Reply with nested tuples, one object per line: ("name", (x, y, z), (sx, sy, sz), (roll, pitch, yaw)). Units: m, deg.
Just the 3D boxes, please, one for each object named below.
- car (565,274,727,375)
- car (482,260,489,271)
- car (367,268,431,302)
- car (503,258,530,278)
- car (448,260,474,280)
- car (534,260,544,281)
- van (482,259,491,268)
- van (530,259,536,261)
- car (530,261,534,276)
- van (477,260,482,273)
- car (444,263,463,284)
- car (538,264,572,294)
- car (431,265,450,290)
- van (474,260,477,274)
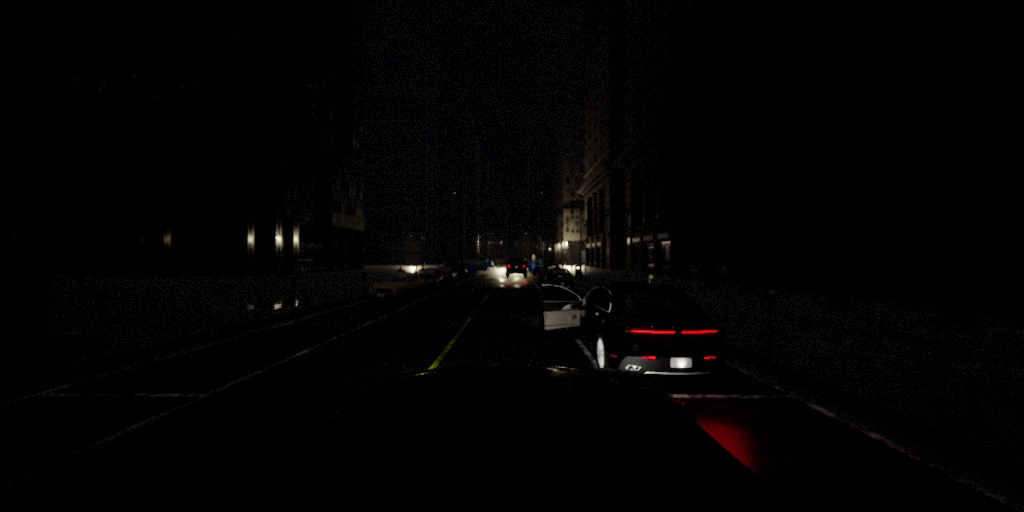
("car", (2.431, 1.289, 7.519), (1.837, 1.490, 4.892), (0, 0, 1))
("car", (-5.153, 1.706, 57.629), (1.802, 1.307, 4.207), (0, 0, 1))
("car", (-5.577, 1.385, 17.721), (1.751, 1.417, 4.829), (0, 0, 1))
("car", (0.482, 1.206, 37.934), (2.150, 2.045, 5.566), (0, 0, 1))
("car", (-5.394, 1.286, 34.922), (2.192, 1.841, 5.009), (0, 0, 1))
("car", (3.070, 1.363, 29.162), (1.967, 1.591, 4.097), (0, 0, 1))
("van", (-5.093, 1.503, 63.307), (1.690, 1.789, 3.998), (0, 0, 1))
("van", (3.251, 1.377, 46.195), (1.690, 1.789, 3.998), (0, 0, 1))
("car", (3.191, 1.549, 40.518), (2.007, 1.370, 4.403), (0, 0, 1))
("van", (-5.274, 1.387, 46.276), (1.690, 1.789, 3.998), (0, 0, 1))
("car", (-5.455, 1.516, 29.245), (1.802, 1.307, 4.207), (0, 0, 1))
("car", (3.009, 1.437, 23.486), (2.007, 1.370, 4.403), (0, 0, 1))
("car", (-5.515, 1.479, 23.568), (1.802, 1.307, 4.207), (0, 0, 1))
("van", (-5.334, 1.349, 40.599), (1.690, 1.789, 3.998), (0, 0, 1))
